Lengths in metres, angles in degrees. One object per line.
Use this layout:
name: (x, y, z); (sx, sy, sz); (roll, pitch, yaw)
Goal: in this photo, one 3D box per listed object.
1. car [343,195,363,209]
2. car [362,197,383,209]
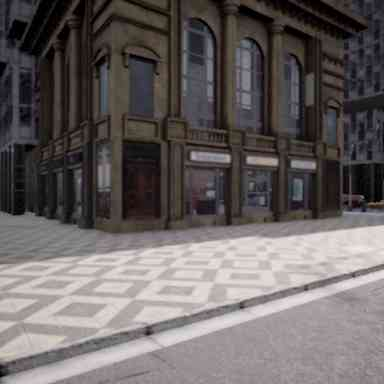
car: (21.993, 1.351, 47.251); (2.192, 1.841, 5.009); (0, 0, -35)
car: (25.120, 1.547, 42.809); (1.752, 1.417, 4.829); (0, 0, -35)
